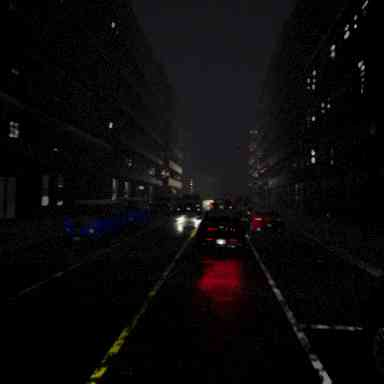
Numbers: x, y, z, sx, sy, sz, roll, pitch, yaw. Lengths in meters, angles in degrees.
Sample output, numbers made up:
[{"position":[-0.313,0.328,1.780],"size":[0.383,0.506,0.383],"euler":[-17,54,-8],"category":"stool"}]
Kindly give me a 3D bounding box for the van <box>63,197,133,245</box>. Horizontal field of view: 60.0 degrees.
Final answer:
[{"position":[-4.129,1.229,14.583],"size":[1.690,1.788,3.998],"euler":[3,0,5],"category":"van"}]

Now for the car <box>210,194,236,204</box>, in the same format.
[{"position":[2.690,1.339,30.512],"size":[2.097,1.767,4.553],"euler":[1,0,5],"category":"car"}]

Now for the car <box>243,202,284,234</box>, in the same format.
[{"position":[4.192,1.575,19.340],"size":[1.887,1.381,4.507],"euler":[2,0,5],"category":"car"}]

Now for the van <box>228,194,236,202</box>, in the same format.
[{"position":[9.516,1.462,79.951],"size":[1.690,1.788,3.998],"euler":[2,0,5],"category":"van"}]

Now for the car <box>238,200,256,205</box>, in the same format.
[{"position":[4.678,1.575,24.848],"size":[1.887,1.381,4.507],"euler":[2,0,5],"category":"car"}]

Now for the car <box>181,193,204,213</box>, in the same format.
[{"position":[-0.068,1.157,32.450],"size":[2.150,2.045,5.566],"euler":[1,0,5],"category":"car"}]

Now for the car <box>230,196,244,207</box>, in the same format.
[{"position":[7.081,1.492,52.401],"size":[1.967,1.590,4.097],"euler":[2,0,5],"category":"car"}]

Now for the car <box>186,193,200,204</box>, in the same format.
[{"position":[0.249,1.246,64.165],"size":[2.192,1.841,5.009],"euler":[2,0,5],"category":"car"}]

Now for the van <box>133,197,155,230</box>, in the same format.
[{"position":[-3.643,1.228,20.094],"size":[1.690,1.788,3.998],"euler":[3,0,5],"category":"van"}]

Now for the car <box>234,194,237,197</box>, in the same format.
[{"position":[6.113,1.353,41.380],"size":[2.192,1.841,5.009],"euler":[2,0,5],"category":"car"}]

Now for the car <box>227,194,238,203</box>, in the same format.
[{"position":[9.031,1.418,74.440],"size":[2.192,1.841,5.009],"euler":[2,0,5],"category":"car"}]

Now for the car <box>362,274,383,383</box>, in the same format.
[{"position":[3.049,1.277,1.831],"size":[2.150,2.045,5.566],"euler":[1,0,5],"category":"car"}]

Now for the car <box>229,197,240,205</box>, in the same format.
[{"position":[8.048,1.655,63.421],"size":[1.802,1.307,4.206],"euler":[2,0,5],"category":"car"}]

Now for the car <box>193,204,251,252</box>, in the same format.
[{"position":[1.230,1.490,14.034],"size":[1.837,1.490,4.892],"euler":[1,0,5],"category":"car"}]

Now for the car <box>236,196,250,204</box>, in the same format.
[{"position":[5.177,1.473,30.358],"size":[1.967,1.590,4.097],"euler":[2,0,5],"category":"car"}]

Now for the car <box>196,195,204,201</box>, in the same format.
[{"position":[2.182,1.579,86.205],"size":[1.802,1.307,4.206],"euler":[2,0,5],"category":"car"}]

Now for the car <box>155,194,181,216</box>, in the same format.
[{"position":[-2.669,1.204,31.111],"size":[2.192,1.841,5.009],"euler":[2,0,5],"category":"car"}]

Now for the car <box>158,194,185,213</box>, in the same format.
[{"position":[-2.182,1.207,36.620],"size":[2.192,1.841,5.009],"euler":[2,0,5],"category":"car"}]
